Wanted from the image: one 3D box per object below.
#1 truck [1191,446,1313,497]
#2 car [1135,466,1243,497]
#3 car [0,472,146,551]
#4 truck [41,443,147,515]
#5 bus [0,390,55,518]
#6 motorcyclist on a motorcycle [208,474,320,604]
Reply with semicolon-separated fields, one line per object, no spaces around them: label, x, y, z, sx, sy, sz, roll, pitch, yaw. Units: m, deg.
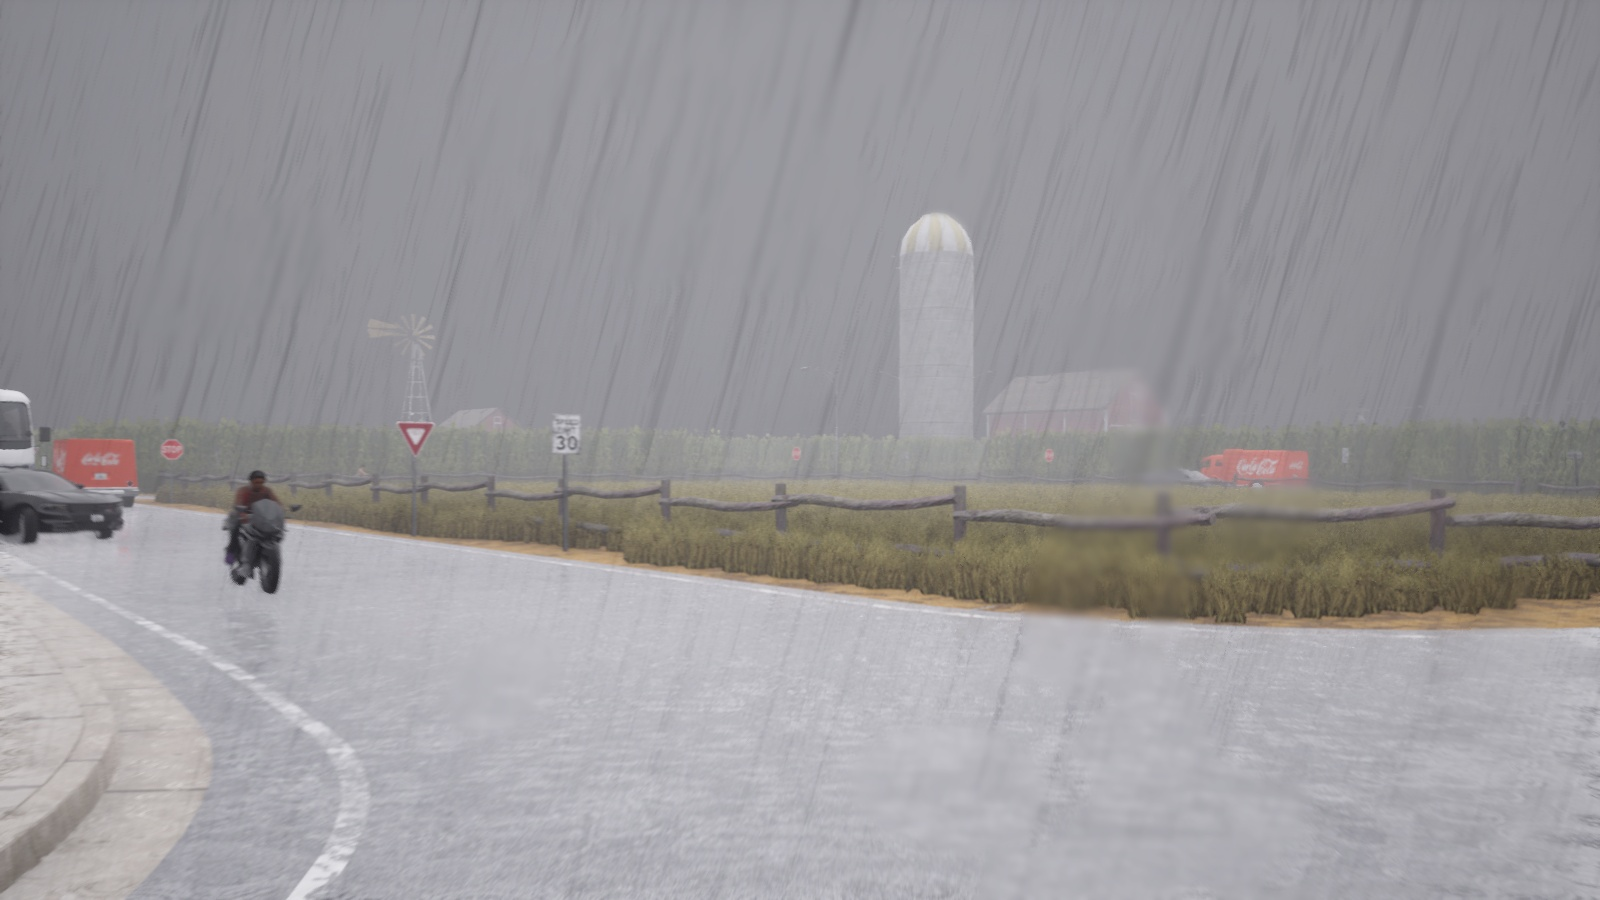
truck;22.755;1.069;63.430;2.627;2.467;5.204;0;-1;-38
car;19.383;1.549;62.727;2.163;1.488;4.792;0;-1;-38
car;-16.218;1.231;26.240;5.008;1.535;1.882;-1;-1;25
truck;-25.996;1.057;46.149;2.627;2.467;5.204;0;-1;-38
bus;-29.994;0.178;45.652;3.944;4.253;10.273;0;-1;-37
motorcyclist on a motorcycle;-6.790;1.068;15.848;0.797;1.523;2.044;0;-1;-38
